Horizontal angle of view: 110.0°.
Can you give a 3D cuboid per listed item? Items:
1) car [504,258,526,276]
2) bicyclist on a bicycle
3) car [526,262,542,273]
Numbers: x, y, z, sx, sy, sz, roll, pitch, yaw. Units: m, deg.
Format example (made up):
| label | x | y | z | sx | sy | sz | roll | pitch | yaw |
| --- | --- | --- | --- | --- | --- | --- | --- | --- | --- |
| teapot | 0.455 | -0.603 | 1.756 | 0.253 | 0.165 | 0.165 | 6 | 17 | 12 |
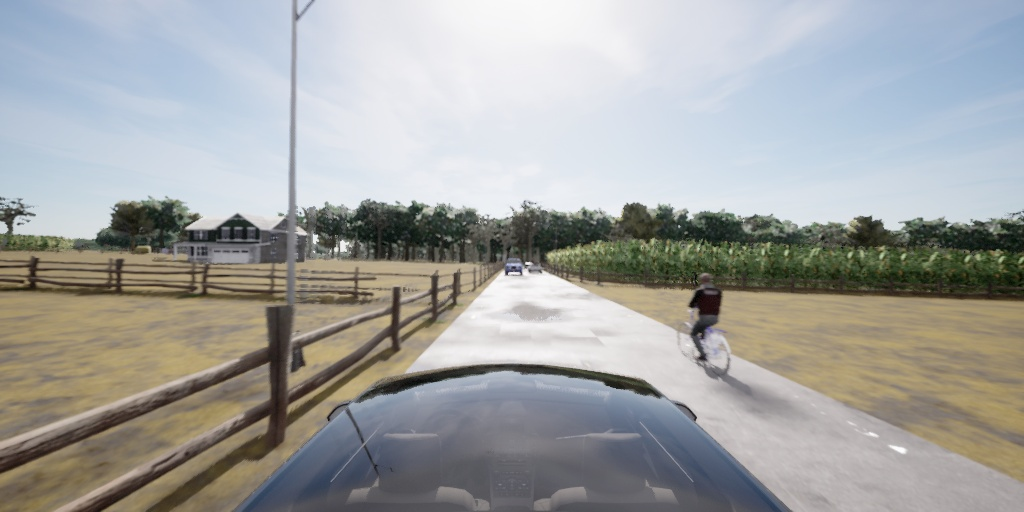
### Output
| label | x | y | z | sx | sy | sz | roll | pitch | yaw |
| --- | --- | --- | --- | --- | --- | --- | --- | --- | --- |
| car | 0.249 | 1.312 | 43.543 | 2.150 | 2.045 | 5.566 | 0 | 0 | 1 |
| bicyclist on a bicycle | 3.533 | 1.196 | 6.743 | 0.659 | 1.776 | 1.843 | 0 | 0 | 0 |
| car | 3.260 | 1.784 | 51.947 | 1.895 | 1.301 | 4.718 | 0 | 0 | 0 |
